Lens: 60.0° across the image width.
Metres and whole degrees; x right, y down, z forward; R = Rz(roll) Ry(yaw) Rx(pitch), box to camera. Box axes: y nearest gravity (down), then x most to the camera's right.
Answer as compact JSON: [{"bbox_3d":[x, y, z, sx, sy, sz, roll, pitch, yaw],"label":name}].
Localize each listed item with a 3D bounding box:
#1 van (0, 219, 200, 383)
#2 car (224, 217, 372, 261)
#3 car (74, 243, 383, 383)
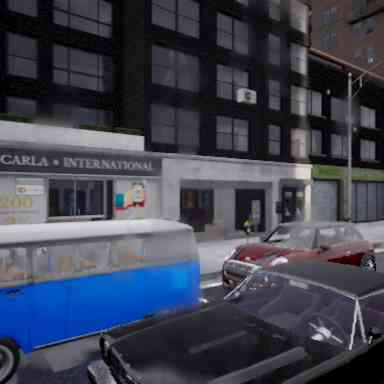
[{"bbox_3d":[-1.751,1.346,4.939,3.998,1.788,1.690,0,0,-36],"label":"van"},{"bbox_3d":[2.650,1.464,8.089,4.097,1.590,1.967,0,0,-36],"label":"car"},{"bbox_3d":[1.330,1.612,3.898,4.718,1.301,1.895,0,0,-36],"label":"car"}]
